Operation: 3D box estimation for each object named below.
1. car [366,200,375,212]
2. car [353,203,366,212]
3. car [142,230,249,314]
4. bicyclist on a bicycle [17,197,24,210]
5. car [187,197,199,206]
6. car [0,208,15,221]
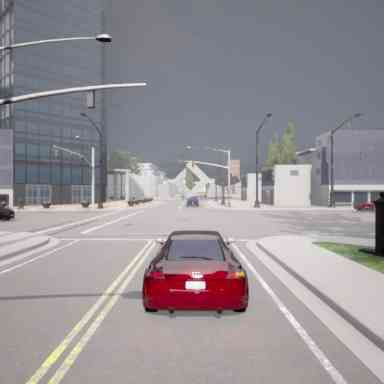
[{"bbox_3d":[20.753,1.550,33.641,4.718,1.301,1.895,0,0,0],"label":"car"},{"bbox_3d":[20.655,1.552,37.139,4.718,1.301,1.895,0,0,0],"label":"car"},{"bbox_3d":[0.074,1.564,7.695,1.994,1.385,4.181,0,0,0],"label":"car"},{"bbox_3d":[-21.982,1.466,42.585,0.582,1.620,1.656,-1,0,0],"label":"bicyclist on a bicycle"},{"bbox_3d":[0.114,1.525,54.978,1.812,1.442,4.674,0,0,0],"label":"car"},{"bbox_3d":[-16.599,1.587,26.151,5.008,1.535,1.882,0,0,0],"label":"car"}]
